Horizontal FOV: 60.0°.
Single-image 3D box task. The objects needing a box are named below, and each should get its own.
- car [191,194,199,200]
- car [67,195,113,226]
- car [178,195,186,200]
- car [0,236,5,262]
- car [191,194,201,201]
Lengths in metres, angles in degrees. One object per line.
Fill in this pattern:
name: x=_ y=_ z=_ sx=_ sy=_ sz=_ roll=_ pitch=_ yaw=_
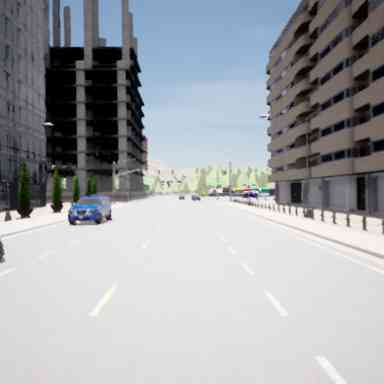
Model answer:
car: x=0.772 y=1.355 z=90.746 sx=1.882 sy=1.535 sz=5.008 roll=-1 pitch=0 yaw=-2
car: x=-7.583 y=1.319 z=25.335 sx=2.150 sy=2.045 sz=5.566 roll=-1 pitch=1 yaw=-1
car: x=-2.724 y=1.485 z=90.615 sx=2.033 sy=1.411 sz=5.357 roll=-1 pitch=0 yaw=-2
car: x=-7.248 y=1.680 z=9.452 sx=1.994 sy=1.385 sz=4.181 roll=-1 pitch=0 yaw=-1
car: x=1.139 y=1.432 z=80.360 sx=2.033 sy=1.411 sz=5.357 roll=-1 pitch=0 yaw=-2
